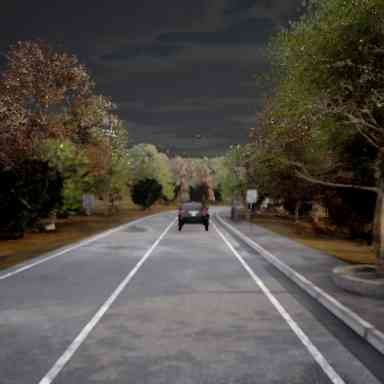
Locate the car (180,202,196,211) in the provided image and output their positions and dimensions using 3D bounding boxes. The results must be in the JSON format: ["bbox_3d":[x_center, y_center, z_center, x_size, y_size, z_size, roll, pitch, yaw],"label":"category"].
[{"bbox_3d":[-0.721,2.580,60.090,1.837,1.490,4.892,1,-1,12],"label":"car"}]

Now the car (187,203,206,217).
[{"bbox_3d":[0.620,2.260,42.704,2.128,1.511,4.902,0,-1,4],"label":"car"}]

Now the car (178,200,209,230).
[{"bbox_3d":[0.110,1.634,24.688,2.150,2.045,5.566,0,-1,0],"label":"car"}]
